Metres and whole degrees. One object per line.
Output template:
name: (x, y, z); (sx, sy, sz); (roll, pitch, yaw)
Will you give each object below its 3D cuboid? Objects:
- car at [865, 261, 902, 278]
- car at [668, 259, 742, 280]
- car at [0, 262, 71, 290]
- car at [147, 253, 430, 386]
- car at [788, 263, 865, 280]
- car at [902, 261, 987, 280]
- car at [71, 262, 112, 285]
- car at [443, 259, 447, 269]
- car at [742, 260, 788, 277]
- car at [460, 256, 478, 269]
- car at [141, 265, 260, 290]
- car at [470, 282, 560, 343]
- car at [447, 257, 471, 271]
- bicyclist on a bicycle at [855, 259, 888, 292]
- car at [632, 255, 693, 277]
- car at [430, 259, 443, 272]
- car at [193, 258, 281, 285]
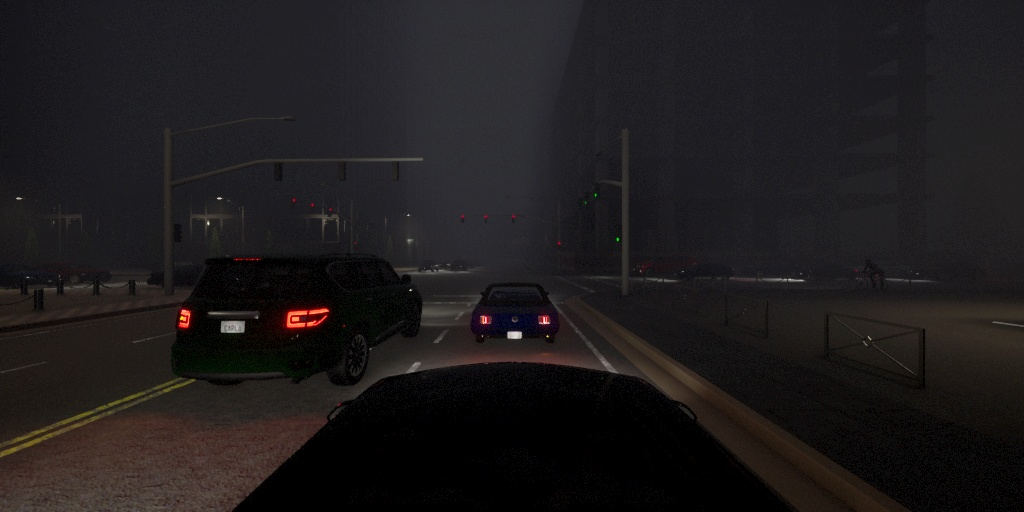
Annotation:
car: (33.642, 1.220, 32.831); (4.674, 1.442, 1.812); (0, 0, 0)
car: (15.637, 1.220, 29.250); (4.674, 1.442, 1.812); (0, 0, 0)
car: (-30.170, 1.220, 21.599); (4.674, 1.442, 1.812); (0, 0, 0)
car: (-3.441, 0.971, 7.129); (2.150, 2.045, 5.566); (0, 0, 0)
car: (25.601, 1.258, 29.310); (4.181, 1.385, 1.994); (0, 0, 0)
car: (35.595, 1.199, 29.336); (4.892, 1.490, 1.837); (0, 0, 0)
car: (-31.093, 1.172, 25.100); (5.008, 1.535, 1.882); (0, 0, 0)
car: (-10.619, 1.241, 55.250); (2.128, 1.511, 4.902); (0, 0, 0)
car: (23.647, 1.172, 32.801); (5.008, 1.535, 1.882); (0, 0, -1)
car: (-7.114, 1.227, 57.988); (1.882, 1.535, 5.008); (0, 0, 0)
car: (-18.658, 1.243, 21.676); (5.357, 1.411, 2.033); (0, 0, -1)
car: (0.075, 1.351, 9.644); (1.895, 1.301, 4.718); (0, 0, 0)
car: (-7.123, 1.255, 48.531); (1.837, 1.490, 4.892); (0, 0, 0)
bicyclist on a bicycle: (18.322, 0.998, 18.298); (0.582, 1.620, 1.656); (0, 0, 0)
car: (13.918, 0.917, 32.766); (5.566, 2.045, 2.150); (0, 0, 0)
car: (-10.623, 1.255, 45.907); (1.837, 1.490, 4.892); (0, 0, 0)
car: (-19.255, 1.047, 25.277); (4.553, 1.767, 2.097); (0, 0, -2)
